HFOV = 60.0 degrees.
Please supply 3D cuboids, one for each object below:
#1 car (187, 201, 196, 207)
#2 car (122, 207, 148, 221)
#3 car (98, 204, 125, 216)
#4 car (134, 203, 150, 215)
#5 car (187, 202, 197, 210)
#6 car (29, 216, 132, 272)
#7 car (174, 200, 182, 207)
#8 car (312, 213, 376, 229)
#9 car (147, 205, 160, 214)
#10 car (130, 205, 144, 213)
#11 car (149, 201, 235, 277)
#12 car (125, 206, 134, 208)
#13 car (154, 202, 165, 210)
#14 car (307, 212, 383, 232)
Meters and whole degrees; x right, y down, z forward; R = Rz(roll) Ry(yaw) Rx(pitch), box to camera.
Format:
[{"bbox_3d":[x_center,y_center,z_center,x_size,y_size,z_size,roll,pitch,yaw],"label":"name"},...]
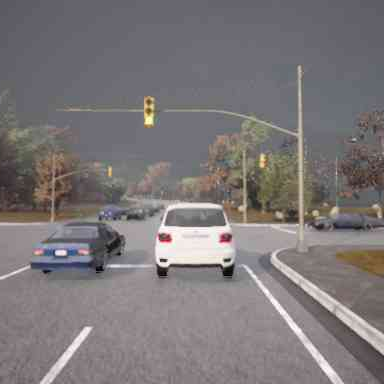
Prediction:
[{"bbox_3d":[-0.122,3.003,83.949,1.994,1.385,4.181,0,1,-3],"label":"car"},{"bbox_3d":[-7.095,2.966,42.156,1.895,1.301,4.718,0,-2,-1],"label":"car"},{"bbox_3d":[-10.616,2.625,43.514,2.150,2.045,5.566,0,-2,-2],"label":"car"},{"bbox_3d":[-7.100,2.793,51.684,2.150,2.045,5.566,0,-1,0],"label":"car"},{"bbox_3d":[-0.015,3.066,73.063,2.128,1.511,4.902,0,1,0],"label":"car"},{"bbox_3d":[-3.575,1.737,11.354,2.033,1.411,5.357,0,-2,-2],"label":"car"},{"bbox_3d":[-3.611,2.757,83.803,1.882,1.535,5.008,0,1,-3],"label":"car"},{"bbox_3d":[13.144,2.470,29.016,4.718,1.301,1.895,0,-2,-2],"label":"car"},{"bbox_3d":[-7.053,3.229,61.607,1.895,1.301,4.718,0,0,1],"label":"car"},{"bbox_3d":[-10.523,3.219,64.092,1.895,1.301,4.718,0,0,0],"label":"car"},{"bbox_3d":[0.092,1.398,10.960,2.150,2.045,5.566,0,-2,0],"label":"car"},{"bbox_3d":[-10.588,3.147,53.809,2.033,1.411,5.357,0,-1,1],"label":"car"},{"bbox_3d":[-7.015,3.088,72.304,2.033,1.411,5.357,0,1,0],"label":"car"},{"bbox_3d":[11.713,2.272,25.470,5.357,1.411,2.033,0,-2,-2],"label":"car"}]
